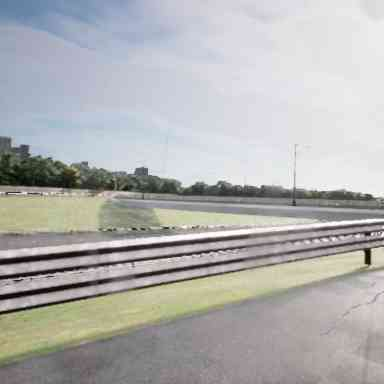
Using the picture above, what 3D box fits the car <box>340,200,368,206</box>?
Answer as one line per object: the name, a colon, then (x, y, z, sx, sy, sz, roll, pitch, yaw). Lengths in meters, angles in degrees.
car: (25.855, 1.911, 53.050, 4.181, 1.385, 1.994, 1, -1, 32)
